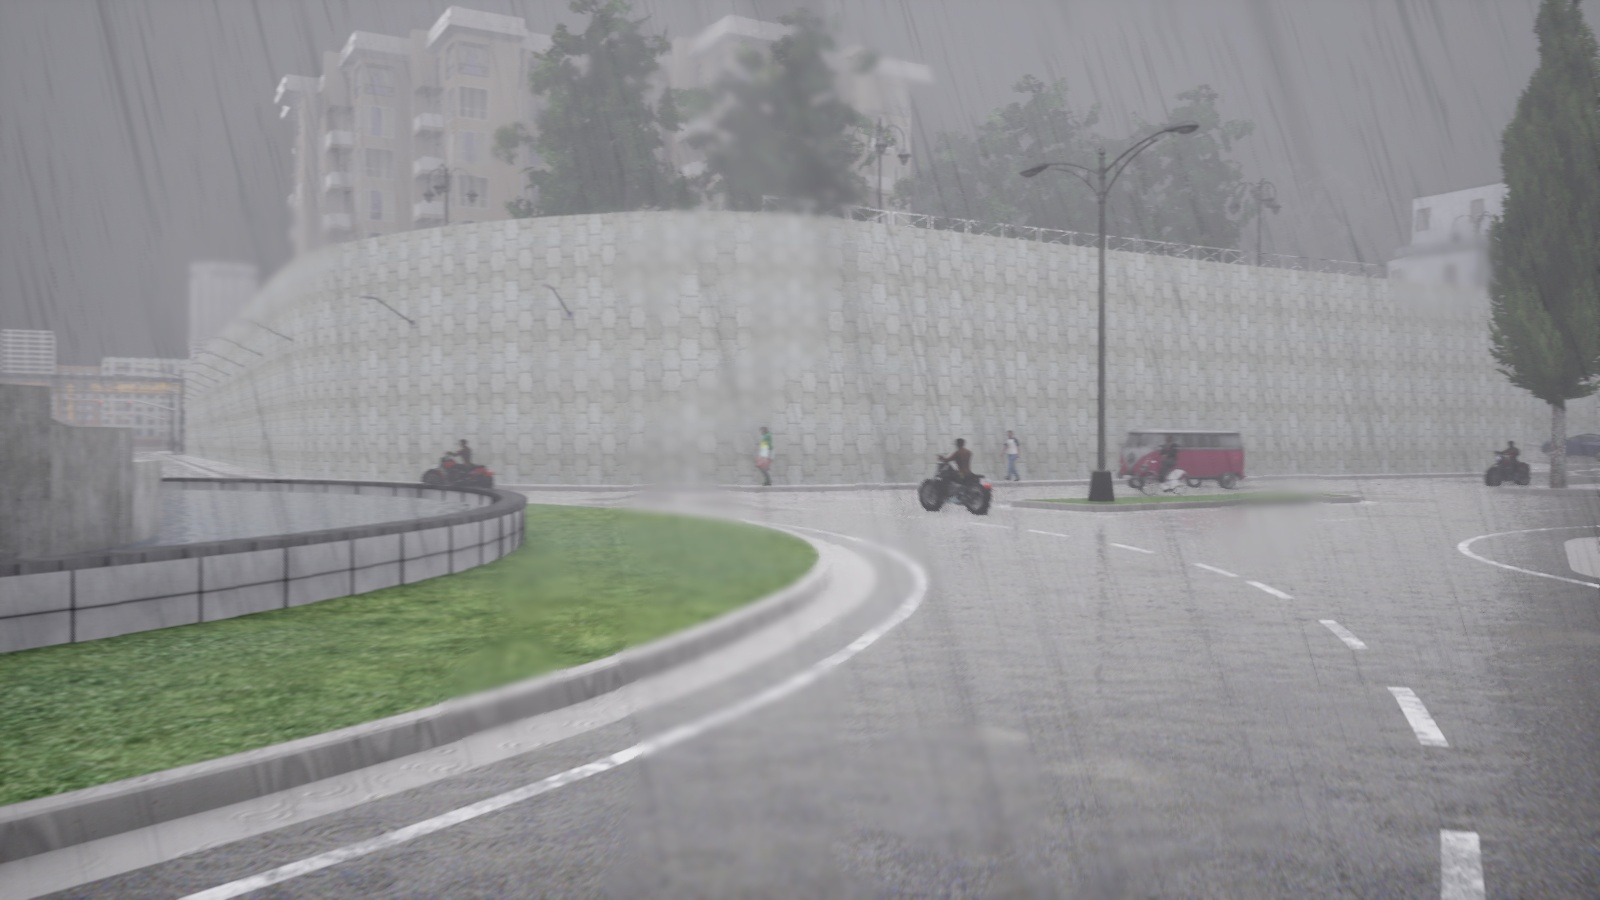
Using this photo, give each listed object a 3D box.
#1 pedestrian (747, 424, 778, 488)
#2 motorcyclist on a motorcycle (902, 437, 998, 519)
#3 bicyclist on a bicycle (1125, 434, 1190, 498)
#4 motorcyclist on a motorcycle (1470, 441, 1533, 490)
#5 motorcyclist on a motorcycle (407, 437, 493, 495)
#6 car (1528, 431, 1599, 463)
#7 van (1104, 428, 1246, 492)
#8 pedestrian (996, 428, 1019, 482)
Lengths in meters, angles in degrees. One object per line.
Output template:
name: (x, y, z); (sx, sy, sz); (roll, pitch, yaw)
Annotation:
pedestrian: (-1.156, 0.178, 38.796); (0.873, 1.952, 0.659); (0, 0, -11)
motorcyclist on a motorcycle: (3.141, 0.554, 26.557); (0.766, 1.649, 2.350); (-1, 0, -29)
bicyclist on a bicycle: (10.116, 0.441, 35.528); (1.843, 1.776, 0.659); (0, 0, -29)
motorcyclist on a motorcycle: (24.209, 0.512, 43.312); (2.350, 1.649, 0.766); (0, 0, -29)
motorcyclist on a motorcycle: (-10.195, 0.463, 36.557); (2.350, 1.649, 0.766); (0, 0, 17)
car: (44.432, -0.137, 71.622); (1.812, 1.442, 4.674); (0, 6, -30)
van: (12.149, 0.299, 40.622); (4.442, 1.987, 1.775); (0, 0, -29)
pedestrian: (7.178, 0.173, 43.436); (0.706, 1.836, 0.354); (0, 0, -33)
